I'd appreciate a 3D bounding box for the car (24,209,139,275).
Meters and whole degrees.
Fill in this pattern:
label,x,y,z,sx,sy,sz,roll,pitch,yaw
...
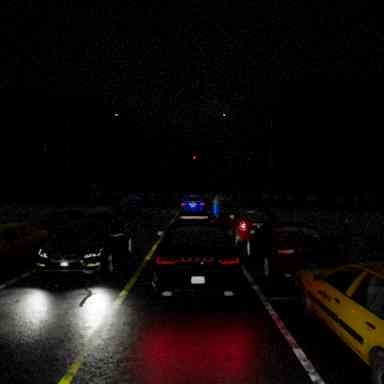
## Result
label,x,y,z,sx,sy,sz,roll,pitch,yaw
car,-3.103,1.504,10.519,1.837,1.490,4.892,0,0,0

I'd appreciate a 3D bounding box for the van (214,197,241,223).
label,x,y,z,sx,sy,sz,roll,pitch,yaw
van,2.747,1.341,26.162,1.690,1.788,3.998,0,0,0

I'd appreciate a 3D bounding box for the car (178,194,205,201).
label,x,y,z,sx,sy,sz,roll,pitch,yaw
car,0.009,1.222,29.438,2.150,2.045,5.566,0,0,-2

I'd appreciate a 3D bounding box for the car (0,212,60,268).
label,x,y,z,sx,sy,sz,roll,pitch,yaw
car,-5.770,1.524,9.676,1.752,1.417,4.829,0,0,0

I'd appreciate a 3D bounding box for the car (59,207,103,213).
label,x,y,z,sx,sy,sz,roll,pitch,yaw
car,-5.773,1.565,15.283,1.947,1.339,4.313,0,0,0

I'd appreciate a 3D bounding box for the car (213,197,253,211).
label,x,y,z,sx,sy,sz,roll,pitch,yaw
car,2.750,1.314,20.725,2.192,1.841,5.009,0,0,0

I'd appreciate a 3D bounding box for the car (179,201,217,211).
label,x,y,z,sx,sy,sz,roll,pitch,yaw
car,0.087,1.491,19.071,2.128,1.511,4.902,0,0,0

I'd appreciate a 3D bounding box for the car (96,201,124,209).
label,x,y,z,sx,sy,sz,roll,pitch,yaw
car,-5.775,1.525,20.551,1.752,1.417,4.829,0,0,0

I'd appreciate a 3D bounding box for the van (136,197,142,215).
label,x,y,z,sx,sy,sz,roll,pitch,yaw
van,-5.781,1.342,31.596,1.690,1.788,3.998,0,0,0

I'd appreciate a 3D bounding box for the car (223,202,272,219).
label,x,y,z,sx,sy,sz,roll,pitch,yaw
car,2.752,1.439,15.287,1.967,1.590,4.097,0,0,0

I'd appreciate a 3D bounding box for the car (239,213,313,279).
label,x,y,z,sx,sy,sz,roll,pitch,yaw
car,2.755,1.544,9.850,1.887,1.381,4.507,0,0,0

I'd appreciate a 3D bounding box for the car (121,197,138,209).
label,x,y,z,sx,sy,sz,roll,pitch,yaw
car,-5.778,1.440,26.158,1.967,1.590,4.097,0,0,0

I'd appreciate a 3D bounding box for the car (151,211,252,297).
label,x,y,z,sx,sy,sz,roll,pitch,yaw
car,0.090,1.477,8.627,1.882,1.535,5.008,0,0,0

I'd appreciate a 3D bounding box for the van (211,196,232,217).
label,x,y,z,sx,sy,sz,roll,pitch,yaw
van,2.745,1.342,31.600,1.690,1.788,3.998,0,0,0

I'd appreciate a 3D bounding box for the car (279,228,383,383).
label,x,y,z,sx,sy,sz,roll,pitch,yaw
car,2.758,1.525,4.582,1.752,1.417,4.829,0,0,0
